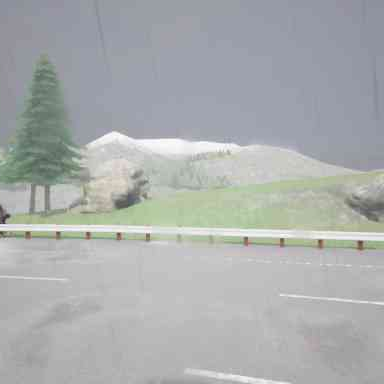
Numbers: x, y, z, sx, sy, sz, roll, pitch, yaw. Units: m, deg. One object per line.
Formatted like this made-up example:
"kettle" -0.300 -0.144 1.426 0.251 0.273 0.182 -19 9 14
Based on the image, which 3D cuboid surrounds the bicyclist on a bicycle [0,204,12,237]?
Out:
"bicyclist on a bicycle" -9.204 1.435 16.097 0.582 1.620 1.656 1 -5 5
